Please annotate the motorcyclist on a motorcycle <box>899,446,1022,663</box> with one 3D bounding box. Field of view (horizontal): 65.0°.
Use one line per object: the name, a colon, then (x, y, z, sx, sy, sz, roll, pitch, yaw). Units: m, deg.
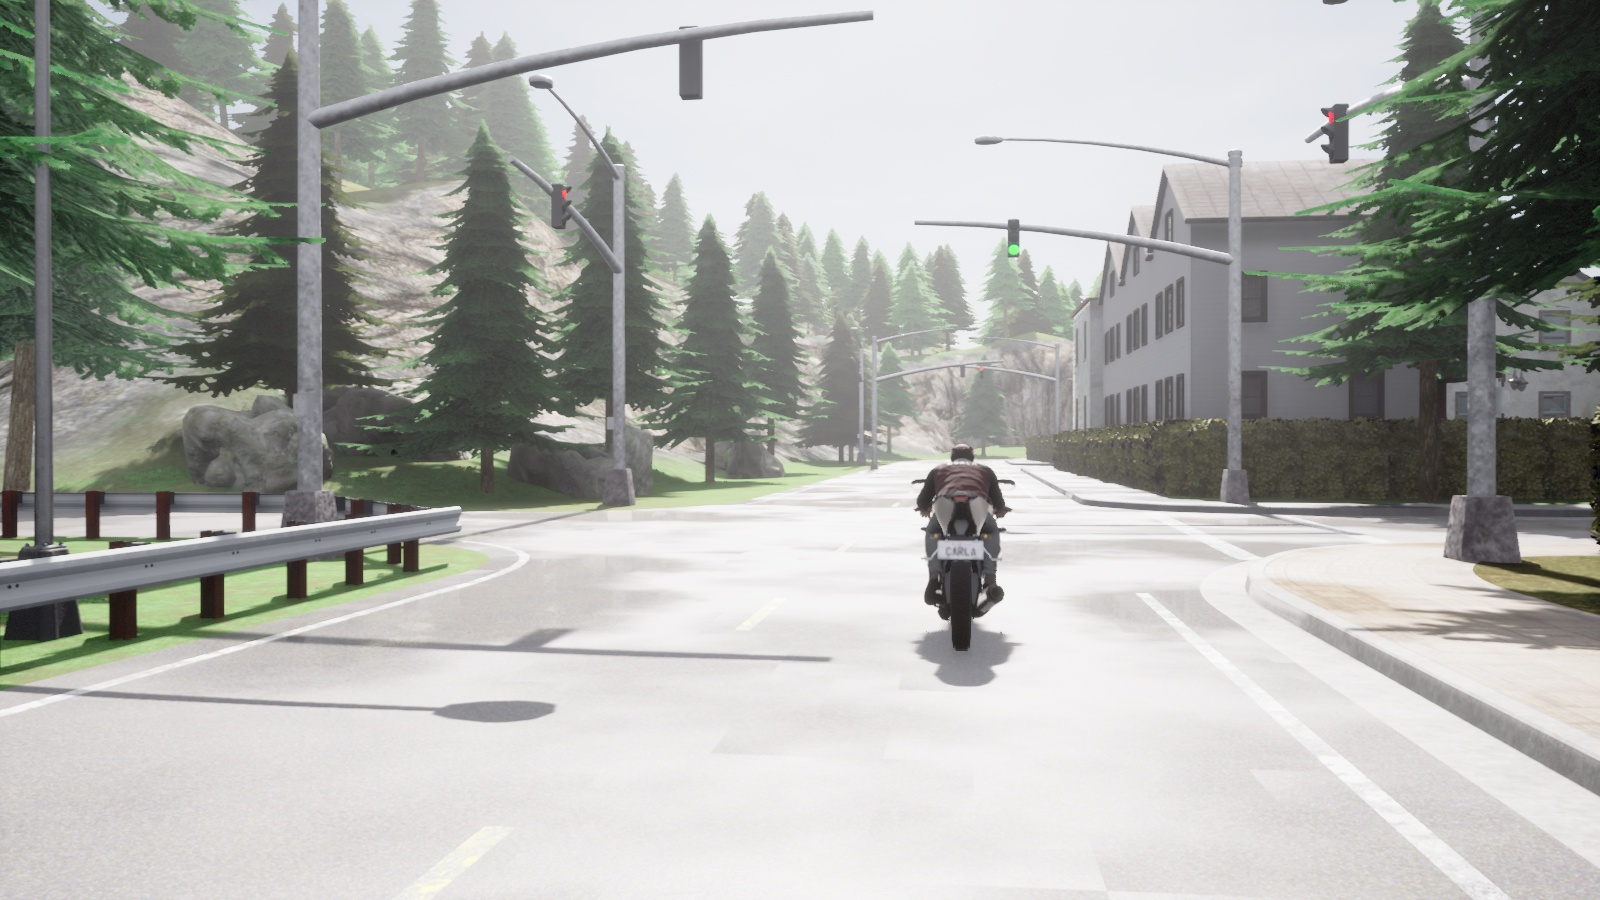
motorcyclist on a motorcycle: (1.291, 0.732, 10.010, 0.866, 1.530, 2.191, 0, 0, 8)
